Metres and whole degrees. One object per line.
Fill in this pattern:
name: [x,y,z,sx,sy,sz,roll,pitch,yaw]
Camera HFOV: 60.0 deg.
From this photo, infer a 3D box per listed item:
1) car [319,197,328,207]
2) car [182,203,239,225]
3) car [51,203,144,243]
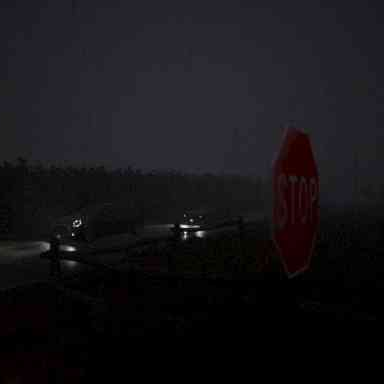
car: [16.778,1.334,45.547,2.033,1.411,5.357,0,1,-1]
car: [1.528,1.540,24.662,2.033,1.411,5.357,0,0,36]
car: [-4.486,1.352,16.268,2.097,1.767,4.553,0,0,36]
